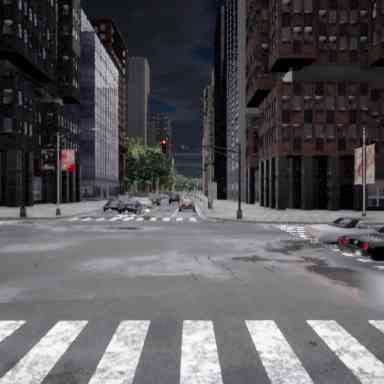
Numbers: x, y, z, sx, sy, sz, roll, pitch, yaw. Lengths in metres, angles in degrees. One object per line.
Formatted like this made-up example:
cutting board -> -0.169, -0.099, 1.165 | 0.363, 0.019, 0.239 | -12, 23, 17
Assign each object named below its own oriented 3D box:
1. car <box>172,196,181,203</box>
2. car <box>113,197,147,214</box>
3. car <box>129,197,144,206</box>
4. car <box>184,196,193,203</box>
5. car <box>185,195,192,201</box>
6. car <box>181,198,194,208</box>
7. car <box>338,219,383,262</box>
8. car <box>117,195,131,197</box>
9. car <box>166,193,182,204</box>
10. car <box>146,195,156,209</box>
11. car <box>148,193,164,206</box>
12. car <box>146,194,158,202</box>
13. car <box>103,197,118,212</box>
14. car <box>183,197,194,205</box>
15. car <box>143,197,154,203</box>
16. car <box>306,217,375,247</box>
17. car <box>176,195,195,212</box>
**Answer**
car -> -3.505, 1.636, 75.349 | 1.994, 1.385, 4.181 | 0, 0, 0
car -> -6.402, 1.540, 35.039 | 2.033, 1.411, 5.357 | 0, 0, 0
car -> -9.173, 1.559, 55.015 | 1.752, 1.417, 4.829 | 0, 0, 0
car -> -0.736, 1.598, 71.669 | 1.752, 1.417, 4.829 | 0, 0, 0
car -> -0.852, 1.677, 93.199 | 1.887, 1.381, 4.507 | 0, 0, 0
car -> -0.620, 1.604, 49.799 | 1.802, 1.307, 4.206 | 0, 0, 0
car -> 7.653, 1.740, 10.907 | 4.718, 1.301, 1.895 | 1, 0, 0
car -> -9.118, 1.326, 44.334 | 2.192, 1.841, 5.009 | 0, 0, 0
car -> -3.360, 1.277, 64.623 | 2.150, 2.045, 5.566 | 0, 0, 0
car -> -6.455, 1.539, 45.265 | 1.812, 1.442, 4.674 | 0, 0, 0
car -> -6.499, 1.257, 55.908 | 2.150, 2.045, 5.566 | 0, 0, -1
car -> -9.290, 1.401, 76.889 | 2.192, 1.841, 5.009 | 0, 0, 0
car -> -9.088, 1.566, 38.907 | 1.947, 1.339, 4.313 | 0, 0, 0
car -> -0.678, 1.591, 60.649 | 1.887, 1.381, 4.507 | 0, 0, 0
car -> -9.261, 1.654, 71.463 | 1.802, 1.307, 4.206 | 0, 0, 0
car -> 7.488, 1.733, 14.155 | 4.718, 1.301, 1.895 | 1, 0, 0
car -> -0.563, 1.440, 38.950 | 1.967, 1.590, 4.097 | 0, 0, 0
